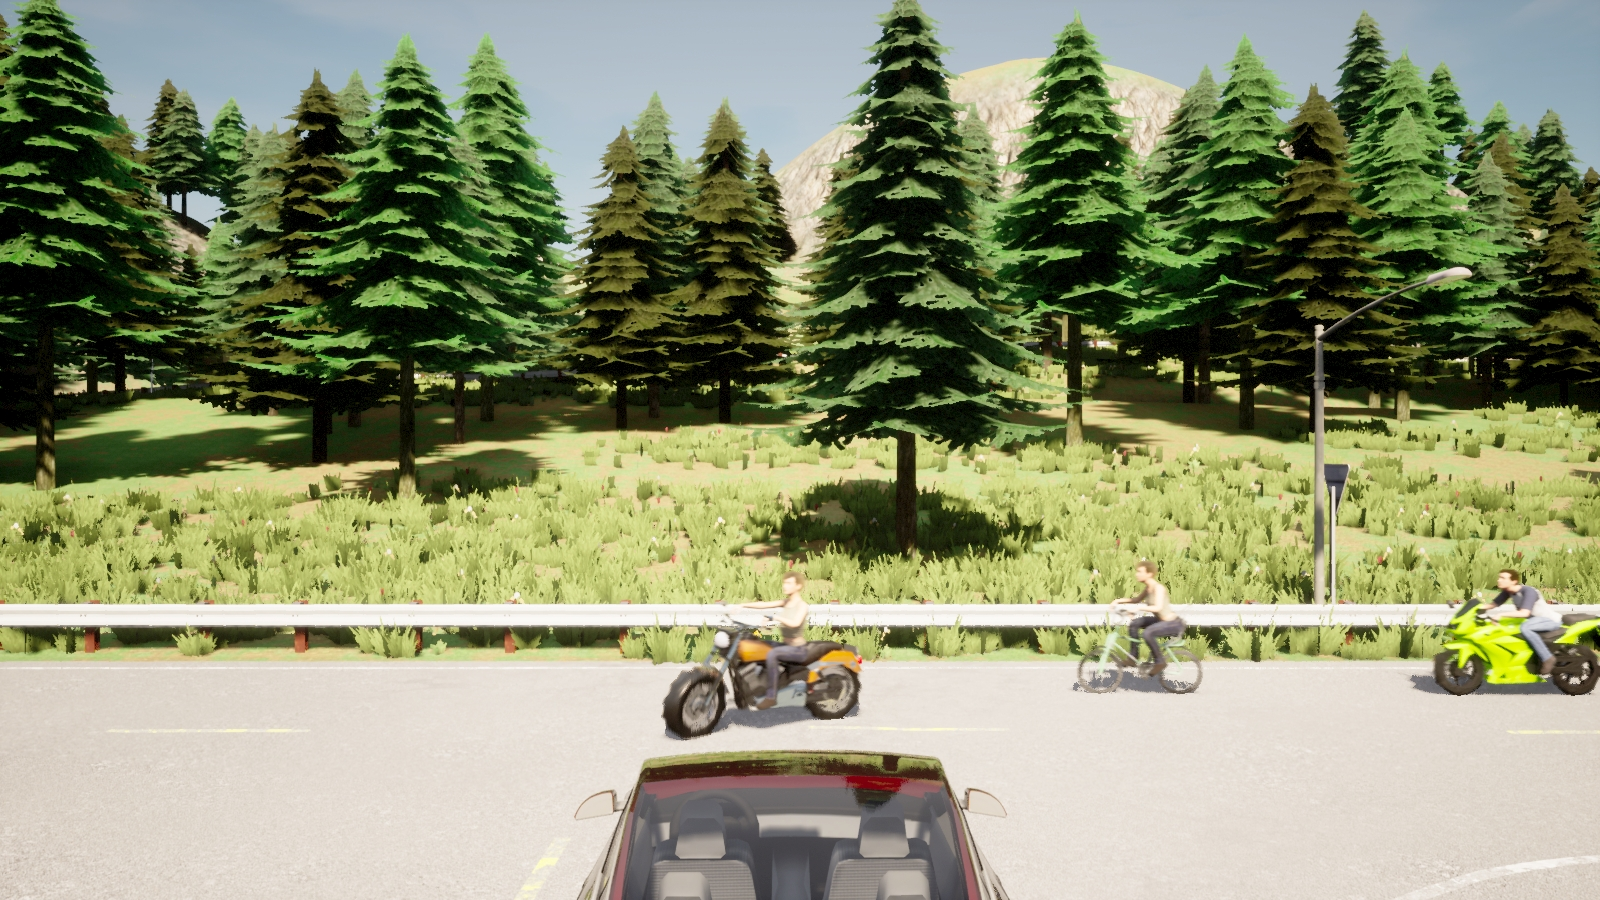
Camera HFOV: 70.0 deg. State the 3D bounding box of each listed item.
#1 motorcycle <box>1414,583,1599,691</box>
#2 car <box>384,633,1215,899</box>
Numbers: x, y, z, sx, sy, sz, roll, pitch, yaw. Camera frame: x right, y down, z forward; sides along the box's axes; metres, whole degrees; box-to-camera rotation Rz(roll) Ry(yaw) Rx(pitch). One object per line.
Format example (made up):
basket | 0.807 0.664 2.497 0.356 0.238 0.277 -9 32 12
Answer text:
motorcycle | 8.571 2.213 13.643 2.033 1.145 0.803 0 0 0
car | -0.034 1.936 5.154 2.163 1.488 4.792 0 -1 -1
